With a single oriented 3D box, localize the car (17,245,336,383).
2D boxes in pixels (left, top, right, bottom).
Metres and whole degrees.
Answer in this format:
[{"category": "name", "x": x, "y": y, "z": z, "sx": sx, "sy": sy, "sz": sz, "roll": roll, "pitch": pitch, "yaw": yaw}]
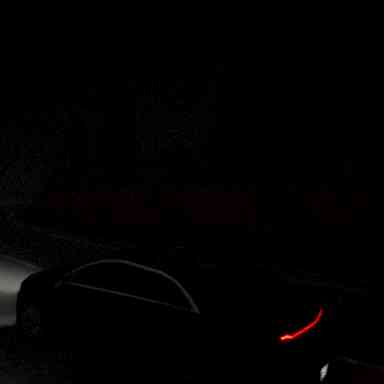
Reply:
[{"category": "car", "x": -0.637, "y": 1.523, "z": 4.699, "sx": 4.902, "sy": 1.511, "sz": 2.128, "roll": 0, "pitch": 0, "yaw": 38}]
